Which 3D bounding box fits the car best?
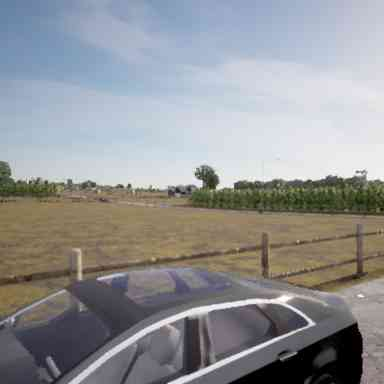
[{"bbox_3d":[-0.546,1.495,2.680,4.902,1.511,2.128,0,0,-35],"label":"car"}]
